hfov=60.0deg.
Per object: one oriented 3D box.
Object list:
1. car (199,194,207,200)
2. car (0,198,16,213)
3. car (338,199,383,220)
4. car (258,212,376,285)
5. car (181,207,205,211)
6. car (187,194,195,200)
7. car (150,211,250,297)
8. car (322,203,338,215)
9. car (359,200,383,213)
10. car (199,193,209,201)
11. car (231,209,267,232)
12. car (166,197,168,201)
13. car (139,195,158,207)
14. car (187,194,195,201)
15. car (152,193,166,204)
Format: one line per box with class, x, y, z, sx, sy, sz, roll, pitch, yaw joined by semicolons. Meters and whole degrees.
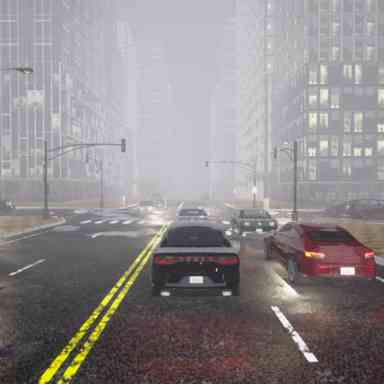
car;2.947;1.267;90.421;2.128;1.511;4.902;0;0;0
car;-20.246;1.059;32.320;5.566;2.045;2.150;0;1;1
car;16.103;1.519;29.258;5.009;1.841;2.192;1;0;1
car;3.319;1.521;9.396;1.812;1.442;4.674;0;0;0
car;0.036;1.538;18.451;2.033;1.411;5.357;0;0;0
car;-0.303;1.267;90.411;2.128;1.511;4.902;0;0;0
car;0.067;1.474;8.630;1.882;1.535;5.008;0;0;0
car;16.181;1.637;35.047;4.674;1.442;1.812;0;1;1
car;21.684;1.643;37.563;4.829;1.417;1.752;1;0;1
car;2.983;1.143;80.033;2.150;2.045;5.566;0;0;0
car;3.288;1.591;18.515;1.895;1.301;4.718;0;0;0
car;-6.760;1.455;77.288;1.812;1.442;4.674;0;0;0
car;-6.761;1.528;50.724;1.994;1.385;4.181;0;0;0
car;-0.267;1.396;79.994;1.882;1.535;5.008;0;0;0
car;-6.762;1.171;63.883;2.150;2.045;5.566;0;0;0
